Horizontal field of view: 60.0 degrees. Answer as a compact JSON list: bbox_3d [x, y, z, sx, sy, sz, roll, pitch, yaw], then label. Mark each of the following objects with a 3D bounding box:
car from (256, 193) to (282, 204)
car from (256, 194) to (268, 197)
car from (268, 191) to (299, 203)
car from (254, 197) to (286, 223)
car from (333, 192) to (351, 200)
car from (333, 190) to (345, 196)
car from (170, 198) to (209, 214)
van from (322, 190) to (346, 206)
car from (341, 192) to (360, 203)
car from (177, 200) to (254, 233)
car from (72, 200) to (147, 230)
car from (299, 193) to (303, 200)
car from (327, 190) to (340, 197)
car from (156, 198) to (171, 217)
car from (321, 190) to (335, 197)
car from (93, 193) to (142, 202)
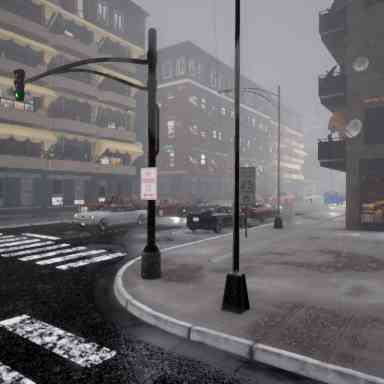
[{"bbox_3d":[10.589,0.881,45.606,1.947,1.339,4.313,2,2,35],"label":"car"},{"bbox_3d":[5.782,1.013,34.279,1.837,1.490,4.892,1,1,35],"label":"car"},{"bbox_3d":[11.488,0.718,42.339,2.097,1.767,4.553,1,1,36],"label":"car"},{"bbox_3d":[4.598,1.283,22.529,1.802,1.307,4.206,2,2,35],"label":"car"},{"bbox_3d":[25.871,0.696,57.282,1.895,1.301,4.718,1,1,35],"label":"car"},{"bbox_3d":[36.233,0.257,82.053,1.802,1.307,4.206,2,2,35],"label":"car"},{"bbox_3d":[0.529,1.203,26.843,1.994,1.385,4.181,1,1,34],"label":"car"},{"bbox_3d":[17.422,0.721,40.748,1.690,1.788,3.998,2,2,35],"label":"van"},{"bbox_3d":[23.831,0.764,49.863,1.887,1.381,4.507,2,2,35],"label":"car"},{"bbox_3d":[1.392,1.348,17.974,1.947,1.339,4.313,2,2,35],"label":"car"},{"bbox_3d":[-4.565,1.368,19.578,1.895,1.301,4.718,1,1,35],"label":"car"},{"bbox_3d":[17.000,0.720,54.718,1.947,1.339,4.313,2,2,35],"label":"car"},{"bbox_3d":[33.027,0.337,77.497,1.802,1.307,4.206,2,2,35],"label":"car"},{"bbox_3d":[-2.233,1.181,27.383,1.887,1.381,4.507,2,2,35],"label":"car"},{"bbox_3d":[29.822,0.379,72.941,1.887,1.381,4.507,2,2,35],"label":"car"},{"bbox_3d":[-5.436,1.031,22.821,2.192,1.841,5.009,2,2,35],"label":"car"}]
